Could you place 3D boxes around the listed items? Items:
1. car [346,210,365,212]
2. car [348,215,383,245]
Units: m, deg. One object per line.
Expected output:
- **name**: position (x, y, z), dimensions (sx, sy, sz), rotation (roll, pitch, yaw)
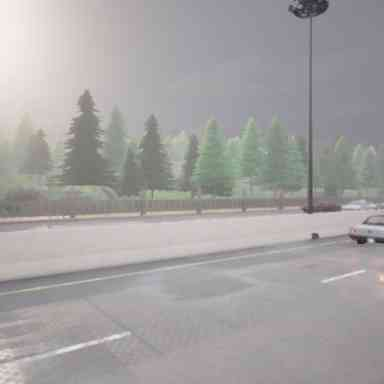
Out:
- **car**: position (16.581, 1.566, 33.014), dimensions (4.674, 1.442, 1.812), rotation (0, 0, -35)
- **car**: position (8.849, 1.620, 14.363), dimensions (4.718, 1.301, 1.895), rotation (0, 0, -35)
